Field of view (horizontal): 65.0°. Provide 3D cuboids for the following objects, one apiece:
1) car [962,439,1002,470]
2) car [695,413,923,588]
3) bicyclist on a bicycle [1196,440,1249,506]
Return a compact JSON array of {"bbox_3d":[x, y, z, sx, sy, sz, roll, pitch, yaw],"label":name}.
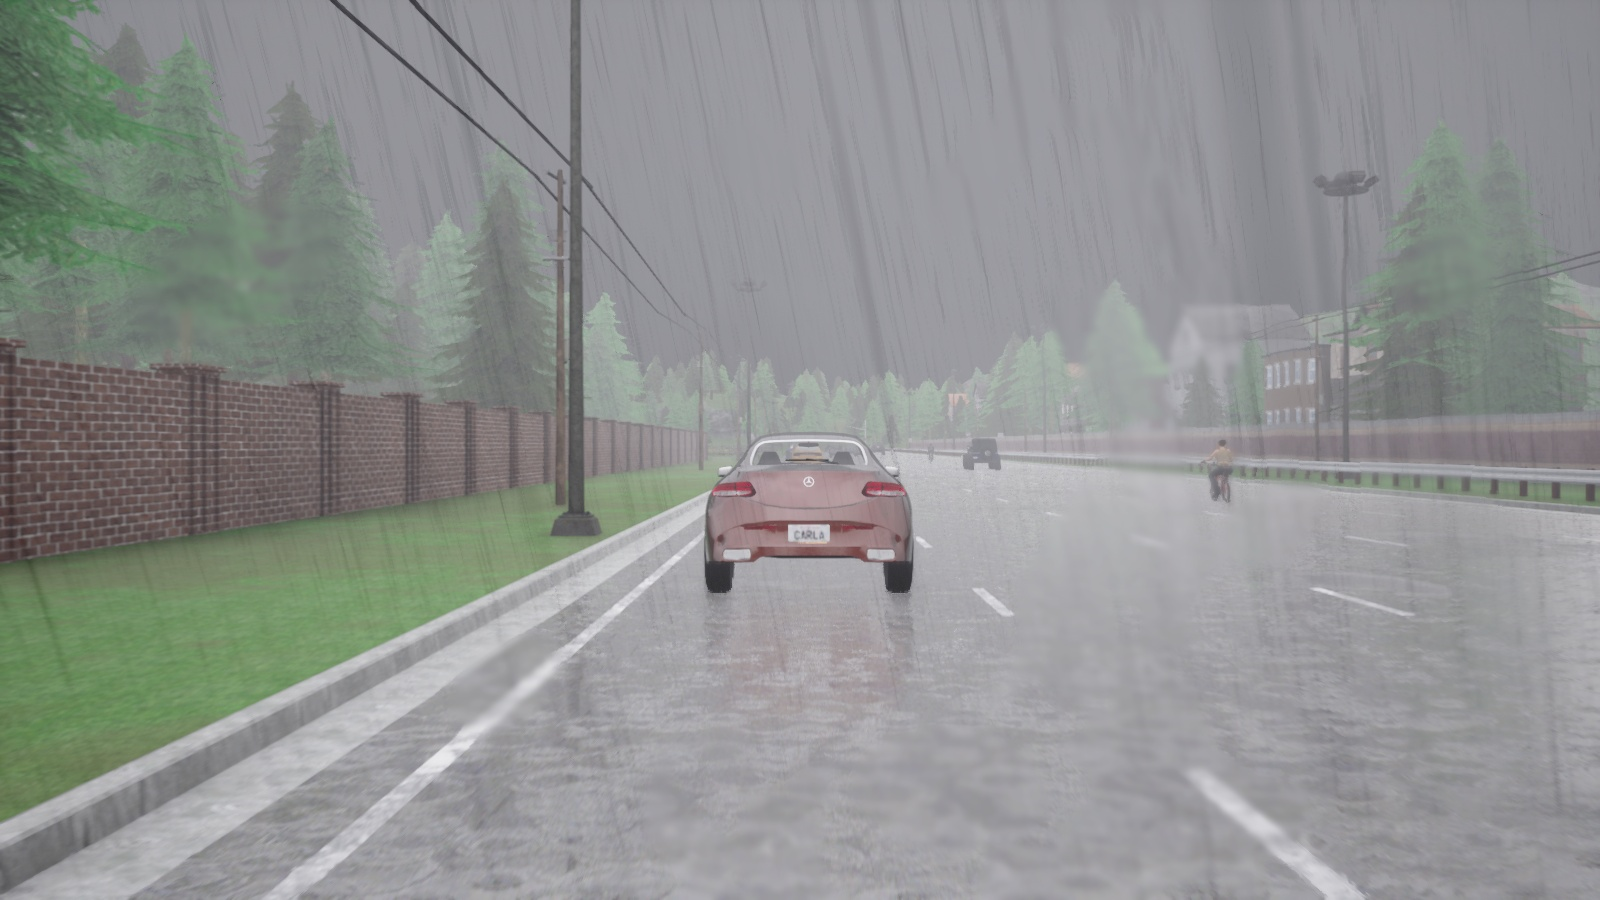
[{"bbox_3d":[10.954,0.257,75.810,1.905,1.878,3.866,0,0,0],"label":"car"},{"bbox_3d":[0.099,0.470,14.357,2.152,1.651,5.027,0,0,0],"label":"car"},{"bbox_3d":[10.696,0.569,31.832,0.866,1.612,1.509,0,0,1],"label":"bicyclist on a bicycle"}]
